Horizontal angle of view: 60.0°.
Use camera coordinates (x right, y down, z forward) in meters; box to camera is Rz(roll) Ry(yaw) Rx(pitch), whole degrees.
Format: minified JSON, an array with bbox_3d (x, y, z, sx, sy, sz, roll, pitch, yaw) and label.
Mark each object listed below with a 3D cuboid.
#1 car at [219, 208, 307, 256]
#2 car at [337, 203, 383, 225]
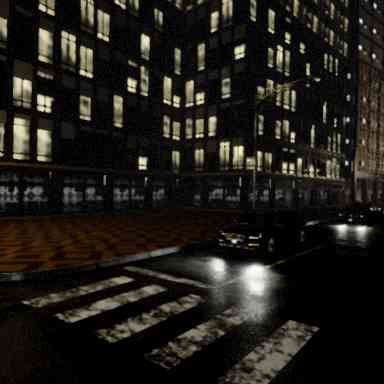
[{"bbox_3d":[2.954,1.425,13.117,1.837,1.490,4.892,2,1,39],"label":"car"},{"bbox_3d":[12.378,1.498,24.208,2.033,1.411,5.357,2,1,42],"label":"car"}]
